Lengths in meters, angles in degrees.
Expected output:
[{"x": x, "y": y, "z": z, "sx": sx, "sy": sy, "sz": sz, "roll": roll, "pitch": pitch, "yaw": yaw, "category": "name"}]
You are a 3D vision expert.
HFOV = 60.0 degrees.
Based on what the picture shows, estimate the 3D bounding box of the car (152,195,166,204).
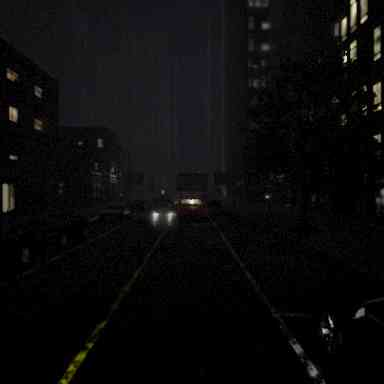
[{"x": -5.693, "y": 1.293, "z": 58.235, "sx": 2.008, "sy": 1.369, "sz": 4.403, "roll": 0, "pitch": 0, "yaw": 0, "category": "car"}]

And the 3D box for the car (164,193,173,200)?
[{"x": -5.693, "y": 1.100, "z": 80.330, "sx": 1.967, "sy": 1.590, "sz": 4.097, "roll": 0, "pitch": 0, "yaw": 0, "category": "car"}]

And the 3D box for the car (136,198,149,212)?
[{"x": -5.693, "y": 1.384, "z": 36.139, "sx": 2.008, "sy": 1.369, "sz": 4.403, "roll": 0, "pitch": 0, "yaw": 0, "category": "car"}]

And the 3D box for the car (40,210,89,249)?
[{"x": -5.693, "y": 1.482, "z": 14.042, "sx": 2.008, "sy": 1.369, "sz": 4.403, "roll": 0, "pitch": 0, "yaw": 0, "category": "car"}]

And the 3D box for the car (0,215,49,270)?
[{"x": -5.693, "y": 1.508, "z": 8.517, "sx": 2.008, "sy": 1.369, "sz": 4.403, "roll": 0, "pitch": 0, "yaw": 0, "category": "car"}]

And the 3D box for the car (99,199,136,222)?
[{"x": -5.693, "y": 1.407, "z": 24.919, "sx": 1.752, "sy": 1.417, "sz": 4.829, "roll": 0, "pitch": 0, "yaw": 0, "category": "car"}]

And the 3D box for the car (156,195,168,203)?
[{"x": -5.693, "y": 1.266, "z": 63.759, "sx": 1.887, "sy": 1.381, "sz": 4.507, "roll": 0, "pitch": 0, "yaw": 0, "category": "car"}]

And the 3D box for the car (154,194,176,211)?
[{"x": -3.094, "y": 1.306, "z": 37.162, "sx": 1.882, "sy": 1.535, "sz": 5.008, "roll": 0, "pitch": 0, "yaw": 0, "category": "car"}]

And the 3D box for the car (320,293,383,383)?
[{"x": 2.687, "y": 1.550, "z": 2.997, "sx": 1.947, "sy": 1.339, "sz": 4.313, "roll": 0, "pitch": 0, "yaw": 0, "category": "car"}]

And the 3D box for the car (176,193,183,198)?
[{"x": -2.999, "y": 0.922, "z": 78.532, "sx": 1.812, "sy": 1.442, "sz": 4.674, "roll": 0, "pitch": 0, "yaw": 0, "category": "car"}]

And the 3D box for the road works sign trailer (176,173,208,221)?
[{"x": 0.000, "y": 0.343, "z": 25.679, "sx": 2.380, "sy": 3.560, "sz": 2.880, "roll": 0, "pitch": 0, "yaw": 0, "category": "road works sign trailer"}]

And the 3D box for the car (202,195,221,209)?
[{"x": 2.687, "y": 1.360, "z": 41.665, "sx": 2.008, "sy": 1.369, "sz": 4.403, "roll": 0, "pitch": 0, "yaw": 0, "category": "car"}]

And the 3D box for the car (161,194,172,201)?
[{"x": -5.693, "y": 1.246, "z": 74.806, "sx": 1.947, "sy": 1.339, "sz": 4.313, "roll": 0, "pitch": 0, "yaw": 0, "category": "car"}]

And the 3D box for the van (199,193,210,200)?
[{"x": 2.685, "y": 1.062, "z": 63.761, "sx": 1.690, "sy": 1.788, "sz": 3.998, "roll": 0, "pitch": 0, "yaw": 0, "category": "van"}]
